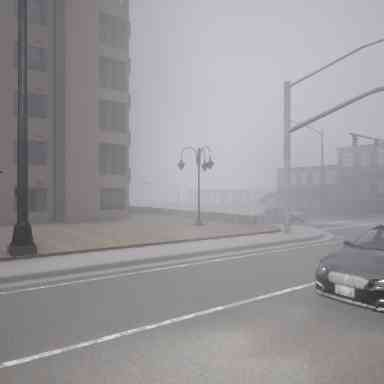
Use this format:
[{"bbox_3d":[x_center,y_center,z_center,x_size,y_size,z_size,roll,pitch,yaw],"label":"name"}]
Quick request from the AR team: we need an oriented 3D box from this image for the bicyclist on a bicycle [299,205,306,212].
[{"bbox_3d":[13.575,2.464,40.693,1.656,1.620,0.582,0,-8,-35],"label":"bicyclist on a bicycle"}]

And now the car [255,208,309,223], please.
[{"bbox_3d":[7.958,2.096,29.830,1.895,1.301,4.718,0,-4,-36],"label":"car"}]

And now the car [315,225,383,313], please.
[{"bbox_3d":[4.717,1.491,7.328,4.902,1.511,2.128,0,0,-35],"label":"car"}]
